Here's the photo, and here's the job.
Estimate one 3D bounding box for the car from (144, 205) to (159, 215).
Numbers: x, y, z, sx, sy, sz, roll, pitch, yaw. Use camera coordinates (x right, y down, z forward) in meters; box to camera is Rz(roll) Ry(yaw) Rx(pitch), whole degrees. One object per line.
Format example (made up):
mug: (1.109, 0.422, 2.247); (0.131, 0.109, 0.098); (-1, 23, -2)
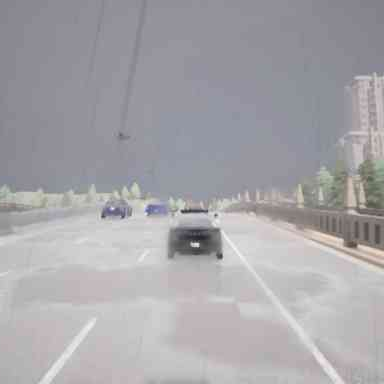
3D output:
car: (-6.886, 3.105, 56.961); (1.837, 1.490, 4.892); (0, -6, 0)

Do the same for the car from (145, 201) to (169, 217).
car: (-3.391, 1.664, 34.136); (1.882, 1.535, 5.008); (0, -1, 0)

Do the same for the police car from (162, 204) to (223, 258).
police car: (0.103, 1.486, 13.149); (1.930, 1.638, 5.238); (0, 0, 0)

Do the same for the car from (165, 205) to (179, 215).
car: (-3.386, 3.220, 58.132); (2.128, 1.511, 4.902); (0, -6, 0)

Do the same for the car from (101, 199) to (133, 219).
car: (-6.892, 1.500, 30.977); (2.097, 1.767, 4.553); (0, 0, 0)
